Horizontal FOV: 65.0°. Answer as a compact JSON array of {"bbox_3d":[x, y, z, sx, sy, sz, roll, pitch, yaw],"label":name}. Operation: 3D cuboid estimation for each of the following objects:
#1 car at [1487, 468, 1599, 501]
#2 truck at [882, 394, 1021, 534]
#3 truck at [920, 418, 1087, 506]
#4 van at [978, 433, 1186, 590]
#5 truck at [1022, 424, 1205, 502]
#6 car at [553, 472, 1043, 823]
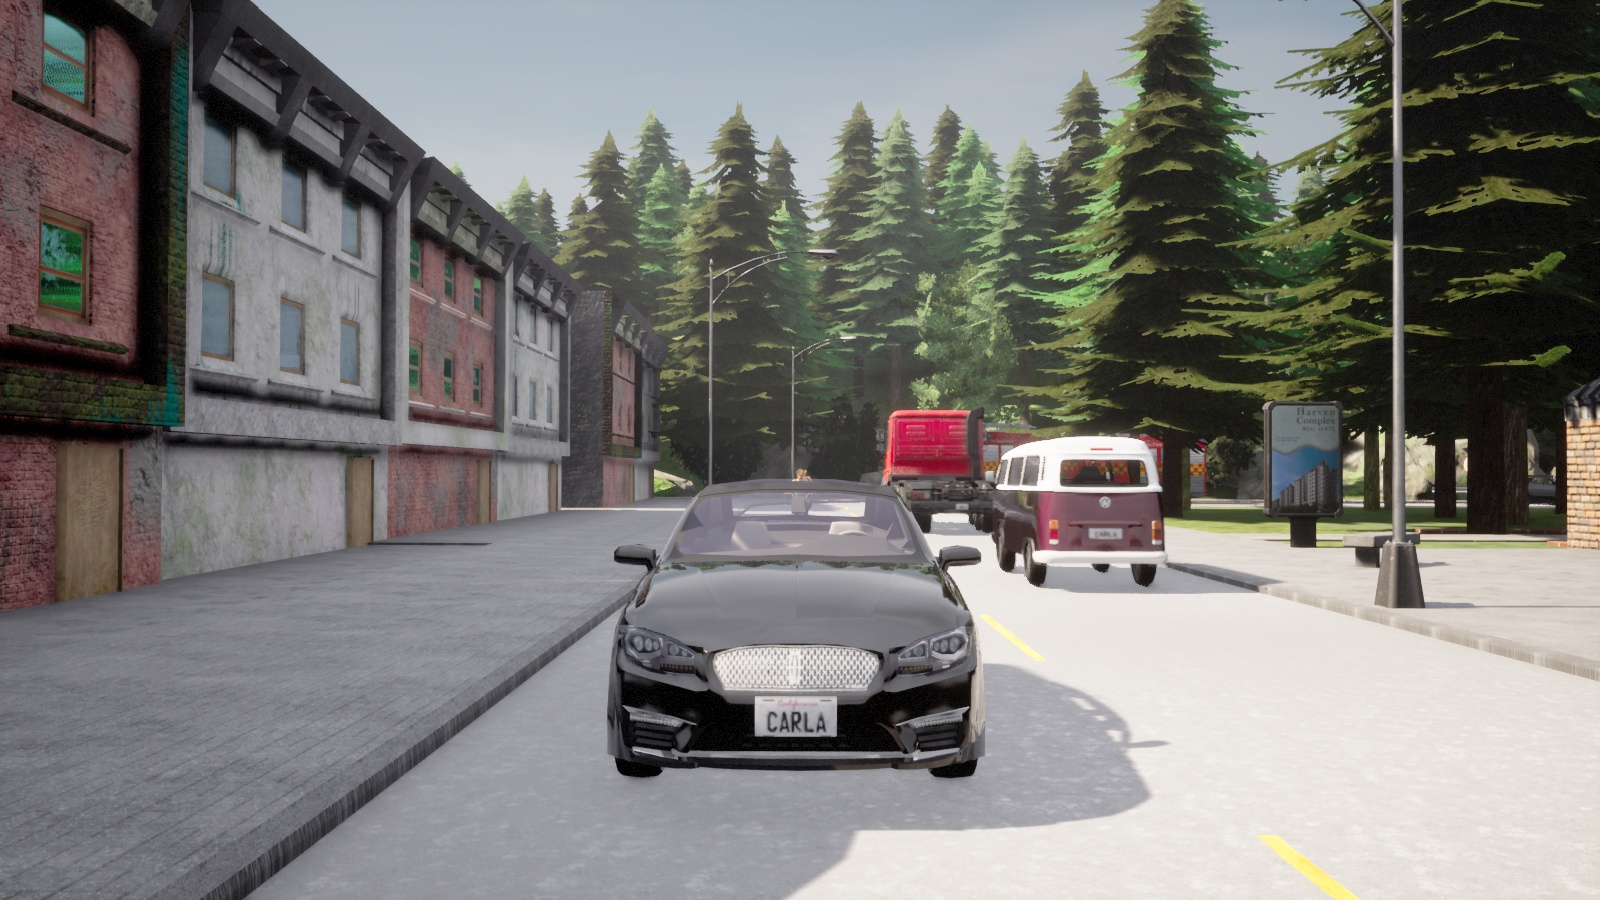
[{"bbox_3d":[35.333,1.616,59.417,4.514,1.525,2.007,0,-1,0],"label":"car"},{"bbox_3d":[4.008,0.404,35.058,2.891,3.462,7.936,0,-1,0],"label":"truck"},{"bbox_3d":[9.612,0.595,58.659,8.468,3.827,2.891,1,-2,-40],"label":"truck"},{"bbox_3d":[3.998,0.834,18.621,2.069,2.038,4.480,0,-1,0],"label":"van"},{"bbox_3d":[15.732,0.646,63.469,8.468,3.827,2.891,0,-1,-1],"label":"truck"},{"bbox_3d":[-0.007,0.904,7.918,2.128,1.511,4.902,0,-1,0],"label":"car"}]
